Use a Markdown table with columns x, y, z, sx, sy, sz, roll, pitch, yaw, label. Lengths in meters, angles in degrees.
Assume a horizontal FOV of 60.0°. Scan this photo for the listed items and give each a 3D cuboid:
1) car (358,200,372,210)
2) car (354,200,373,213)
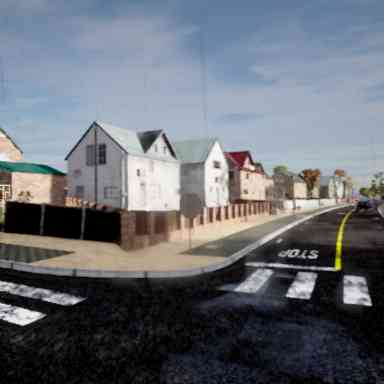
| x | y | z | sx | sy | sz | roll | pitch | yaw | label |
| --- | --- | --- | --- | --- | --- | --- | --- | --- | --- |
| 27.829 | 2.006 | 53.307 | 1.812 | 1.442 | 4.674 | -1 | -1 | 29 | car |
| 22.112 | 1.871 | 42.925 | 1.837 | 1.490 | 4.892 | -1 | -1 | 28 | car |
